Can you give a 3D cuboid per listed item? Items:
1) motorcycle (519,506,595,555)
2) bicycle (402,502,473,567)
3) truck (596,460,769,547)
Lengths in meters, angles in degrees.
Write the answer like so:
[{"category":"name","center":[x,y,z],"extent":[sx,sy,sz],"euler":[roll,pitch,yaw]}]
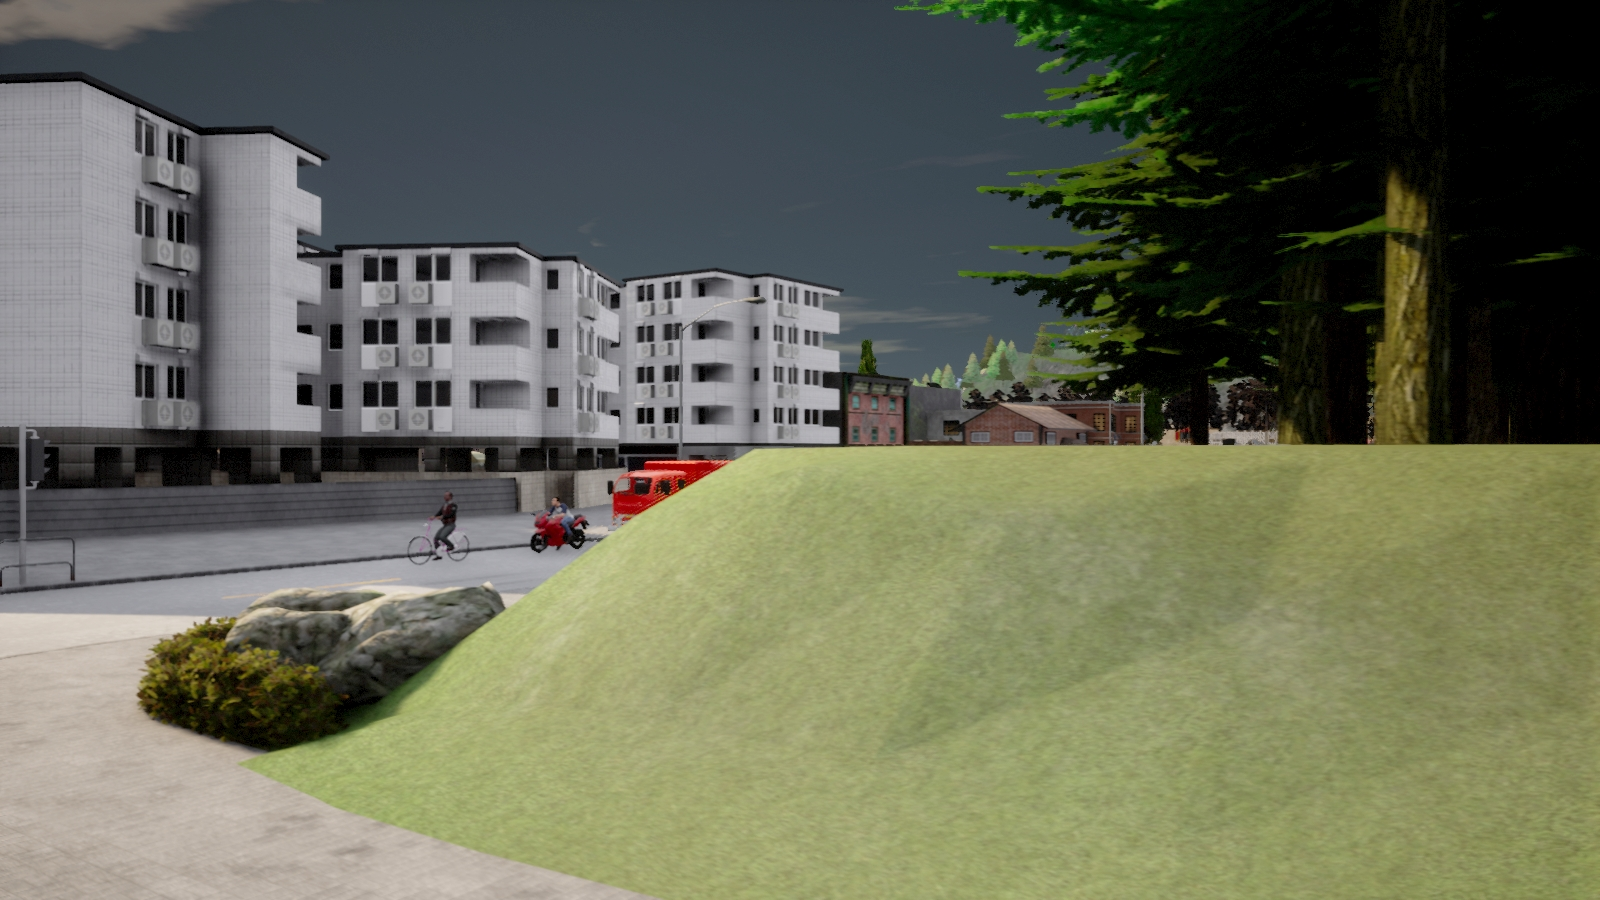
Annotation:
[{"category":"motorcycle","center":[-6.659,2.187,31.425],"extent":[0.803,1.199,2.033],"euler":[0,0,35]},{"category":"bicycle","center":[-8.921,2.061,28.187],"extent":[0.329,1.471,1.835],"euler":[0,0,35]},{"category":"truck","center":[-3.571,1.567,35.805],"extent":[2.627,2.467,5.204],"euler":[0,0,35]}]
